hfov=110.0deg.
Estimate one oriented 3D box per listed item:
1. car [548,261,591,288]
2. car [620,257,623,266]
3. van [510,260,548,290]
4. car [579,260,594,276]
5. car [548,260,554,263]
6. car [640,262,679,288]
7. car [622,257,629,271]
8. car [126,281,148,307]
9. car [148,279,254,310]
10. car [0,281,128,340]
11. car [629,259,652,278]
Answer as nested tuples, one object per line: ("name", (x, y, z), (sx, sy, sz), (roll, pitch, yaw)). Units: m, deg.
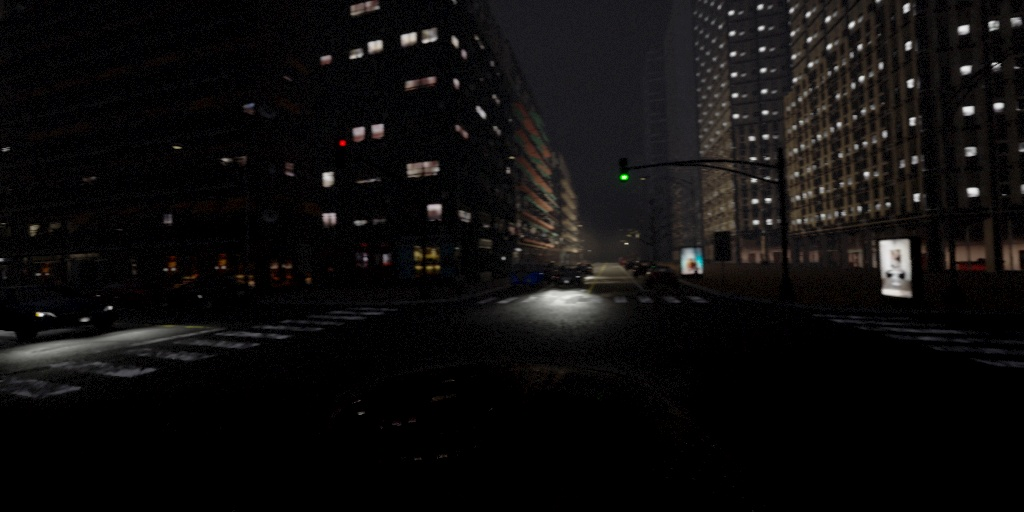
("car", (4.111, 1.376, 25.279), (2.128, 1.511, 4.902), (-2, -1, 15))
("car", (19.398, 1.311, 59.501), (2.007, 1.370, 4.403), (0, 0, 15))
("van", (1.110, 1.315, 24.389), (1.690, 1.789, 3.998), (0, 0, 15))
("car", (7.987, 1.457, 39.440), (2.033, 1.411, 5.357), (-2, -1, 15))
("car", (2.569, 1.301, 29.721), (2.192, 1.841, 5.009), (0, 0, 15))
("car", (9.189, 1.250, 22.178), (1.802, 1.307, 4.207), (0, 0, 15))
("car", (16.481, 1.171, 48.837), (1.967, 1.591, 4.097), (0, 0, 15))
("car", (-19.860, 1.917, 18.499), (4.207, 1.307, 1.802), (0, 0, 15))
("car", (-14.477, 1.778, 17.068), (4.313, 1.339, 1.948), (0, 0, 15))
("car", (-14.887, 1.655, 11.213), (4.674, 1.442, 1.812), (-1, -1, 15))
("car", (12.106, 1.132, 32.843), (1.967, 1.591, 4.097), (0, 0, 15))
